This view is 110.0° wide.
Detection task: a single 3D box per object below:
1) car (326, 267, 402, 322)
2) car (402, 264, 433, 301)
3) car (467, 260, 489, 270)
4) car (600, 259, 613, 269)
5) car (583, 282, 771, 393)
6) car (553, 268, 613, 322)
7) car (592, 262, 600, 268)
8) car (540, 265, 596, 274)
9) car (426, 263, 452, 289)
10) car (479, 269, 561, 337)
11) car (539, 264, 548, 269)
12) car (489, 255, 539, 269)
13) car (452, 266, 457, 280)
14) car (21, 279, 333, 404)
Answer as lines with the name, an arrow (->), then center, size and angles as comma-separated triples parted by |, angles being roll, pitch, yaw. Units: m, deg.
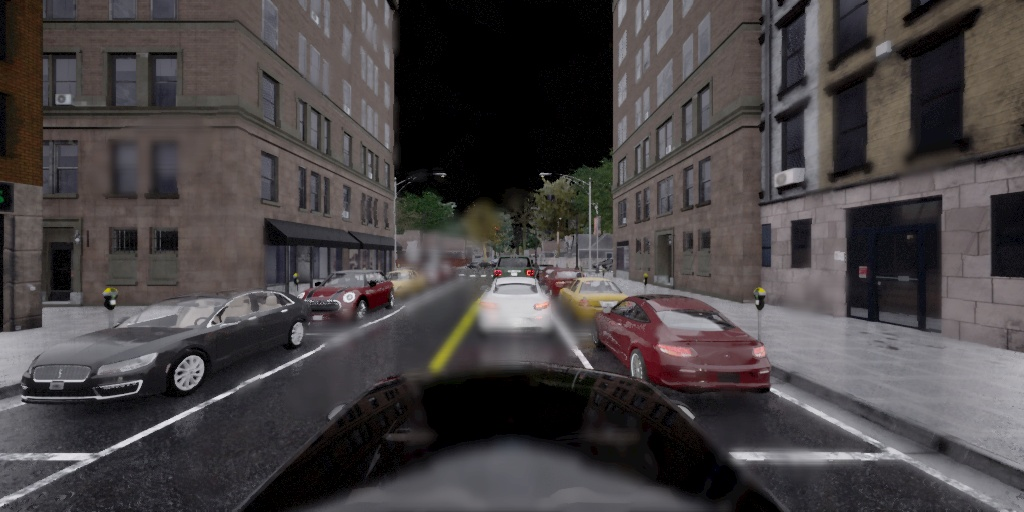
car -> -5.383, 1.192, 11.951 | 1.967, 1.591, 4.097 | 0, 0, 0
car -> -5.380, 1.280, 17.300 | 1.751, 1.417, 4.829 | 0, 0, 0
car -> -5.111, 1.355, 55.276 | 1.994, 1.385, 4.181 | 0, 0, 28
car -> 14.506, 1.242, 48.218 | 4.181, 1.385, 1.994 | 0, 0, 0
car -> 2.639, 1.332, 6.431 | 1.802, 1.307, 4.207 | 0, 0, 0
car -> 2.642, 1.278, 12.120 | 1.751, 1.417, 4.829 | 0, 0, 0
car -> 14.004, 1.187, 51.459 | 4.892, 1.490, 1.837 | 0, 0, 1
car -> 2.645, 1.300, 17.468 | 1.888, 1.381, 4.507 | 0, 0, 0
car -> -5.377, 1.198, 22.989 | 1.967, 1.591, 4.097 | 0, 0, 0
car -> 0.103, 1.277, 10.152 | 1.812, 1.442, 4.674 | 0, 0, 0
car -> 2.648, 1.340, 22.986 | 1.802, 1.307, 4.207 | 0, 0, 0
car -> 0.110, 0.978, 19.915 | 2.150, 2.045, 5.566 | 0, 0, 0
car -> -5.374, 1.343, 28.508 | 1.802, 1.307, 4.207 | 0, 0, 0
car -> -5.386, 1.301, 6.433 | 2.007, 1.370, 4.403 | 0, 0, 0
